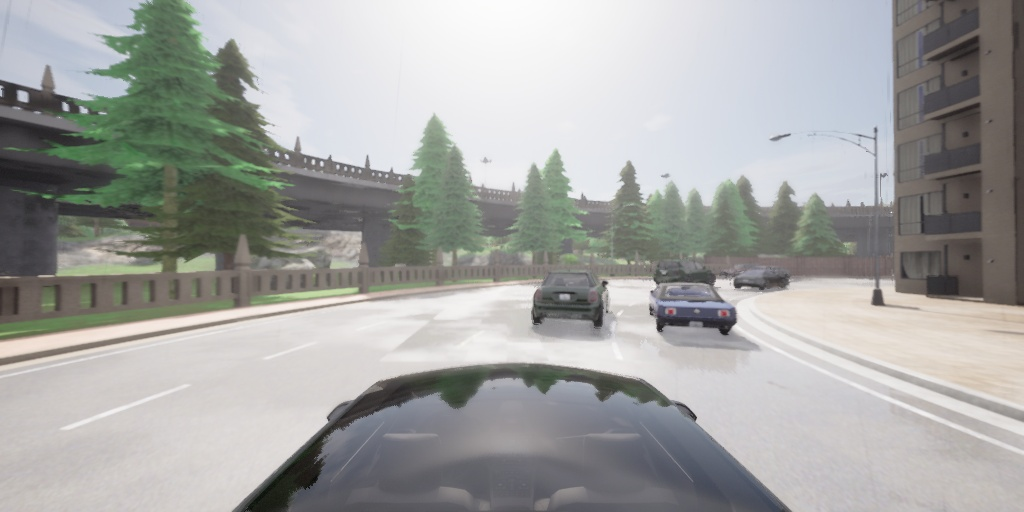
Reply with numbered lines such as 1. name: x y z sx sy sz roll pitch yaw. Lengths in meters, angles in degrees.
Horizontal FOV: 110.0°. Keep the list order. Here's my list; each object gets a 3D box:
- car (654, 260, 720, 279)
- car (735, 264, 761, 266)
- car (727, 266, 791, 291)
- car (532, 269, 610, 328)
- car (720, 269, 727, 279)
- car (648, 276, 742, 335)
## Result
1. car: 12.729 1.306 26.467 5.566 2.045 2.150 1 -1 -36
2. car: 24.572 1.706 35.016 4.902 1.511 2.128 0 -1 -9
3. car: 17.522 1.642 25.212 4.181 1.385 1.994 1 -1 -30
4. car: 2.177 1.238 12.351 2.097 1.767 4.553 0 -1 18
5. car: 24.770 1.611 38.539 4.553 1.767 2.097 0 -1 -8
6. car: 5.328 1.480 11.183 1.895 1.301 4.718 0 -1 18
